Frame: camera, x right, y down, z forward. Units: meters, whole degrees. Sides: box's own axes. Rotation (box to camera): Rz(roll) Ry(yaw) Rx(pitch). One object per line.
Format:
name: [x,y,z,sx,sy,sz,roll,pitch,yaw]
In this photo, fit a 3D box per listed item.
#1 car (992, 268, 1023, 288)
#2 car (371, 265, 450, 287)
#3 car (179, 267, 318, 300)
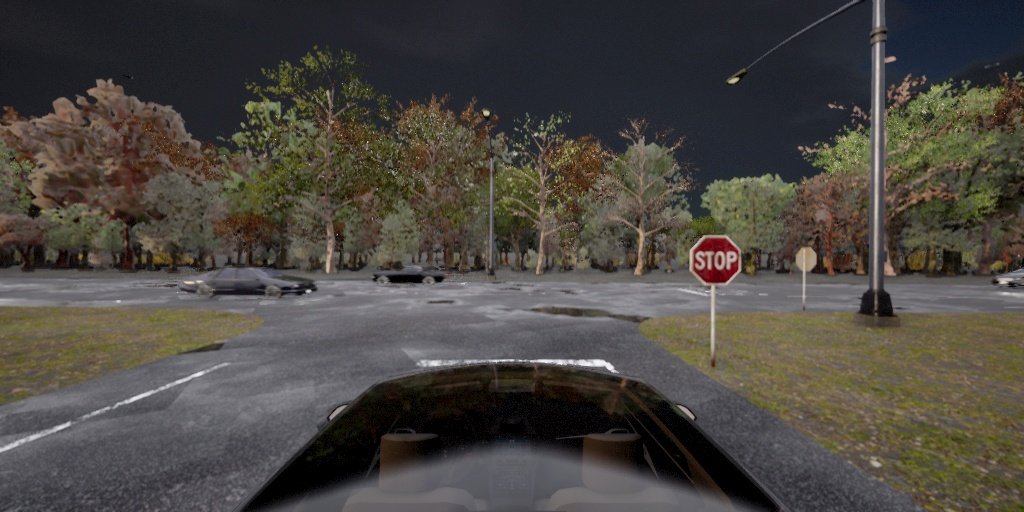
car: [34.208,1.429,23.122,4.902,1.511,2.128,-1,0,0]
car: [-6.538,1.269,23.343,4.718,1.301,1.895,0,0,0]
car: [-11.936,1.193,16.381,5.357,1.411,2.033,1,0,1]
